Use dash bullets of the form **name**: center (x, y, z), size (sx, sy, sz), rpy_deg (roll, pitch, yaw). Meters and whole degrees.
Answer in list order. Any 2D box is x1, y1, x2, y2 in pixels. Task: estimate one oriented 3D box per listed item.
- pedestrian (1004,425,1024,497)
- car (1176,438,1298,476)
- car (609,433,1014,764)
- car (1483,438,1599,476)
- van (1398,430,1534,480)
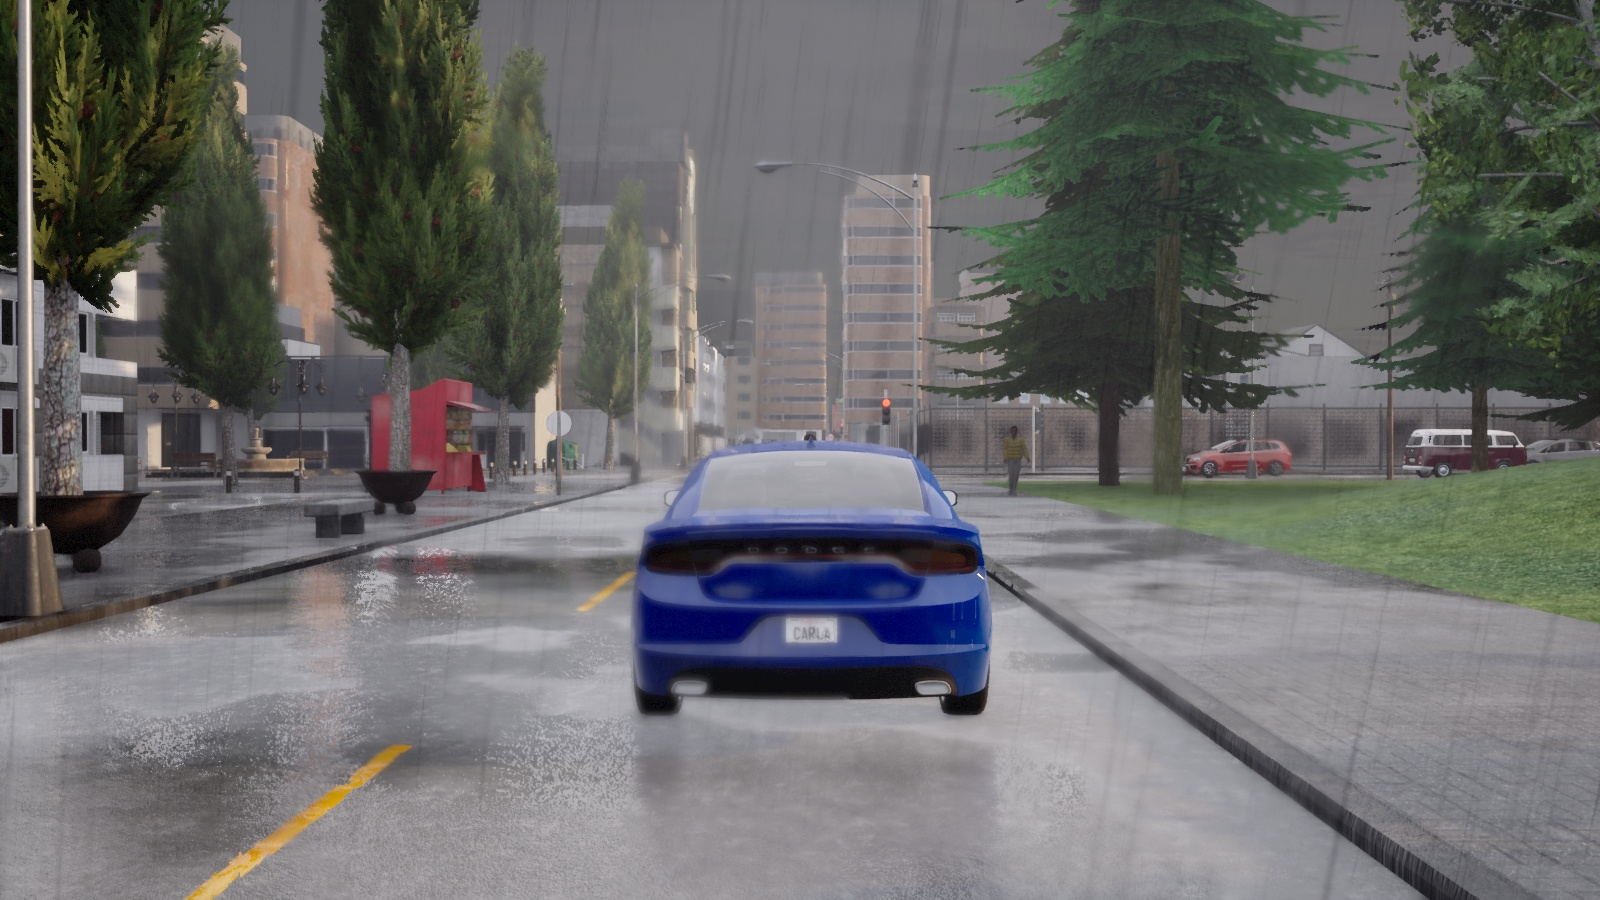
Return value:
- **pedestrian**: center (5.540, 0.277, 32.527), size (0.431, 1.840, 0.709), rpy_deg (0, 0, 5)
- **car**: center (19.324, 0.292, 55.669), size (4.611, 1.667, 2.242), rpy_deg (0, 0, 1)
- **car**: center (0.070, 0.677, 8.343), size (1.882, 1.535, 5.008), rpy_deg (0, 0, 0)
- **car**: center (33.165, 0.304, 55.592), size (4.611, 1.667, 2.242), rpy_deg (0, 0, 0)
- **van**: center (27.328, 0.200, 51.625), size (4.480, 2.038, 2.069), rpy_deg (0, 0, 0)
